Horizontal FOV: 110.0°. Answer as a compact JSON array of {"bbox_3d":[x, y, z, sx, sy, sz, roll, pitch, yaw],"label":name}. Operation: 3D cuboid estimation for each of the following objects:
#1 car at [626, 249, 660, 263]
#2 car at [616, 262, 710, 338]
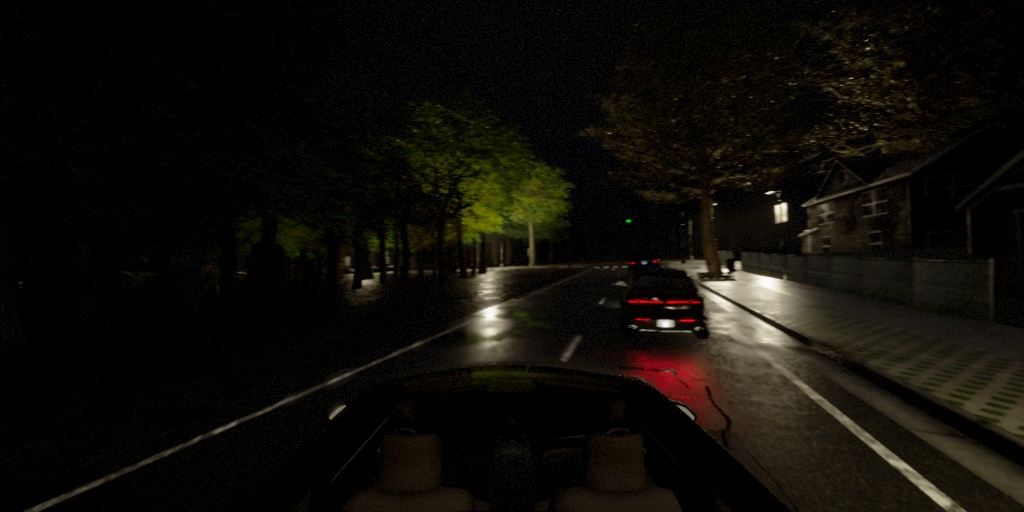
[{"bbox_3d":[9.765,0.522,26.649,2.150,2.045,5.566,-2,0,19],"label":"car"},{"bbox_3d":[3.888,1.084,9.552,1.837,1.490,4.892,-2,0,19],"label":"car"}]
